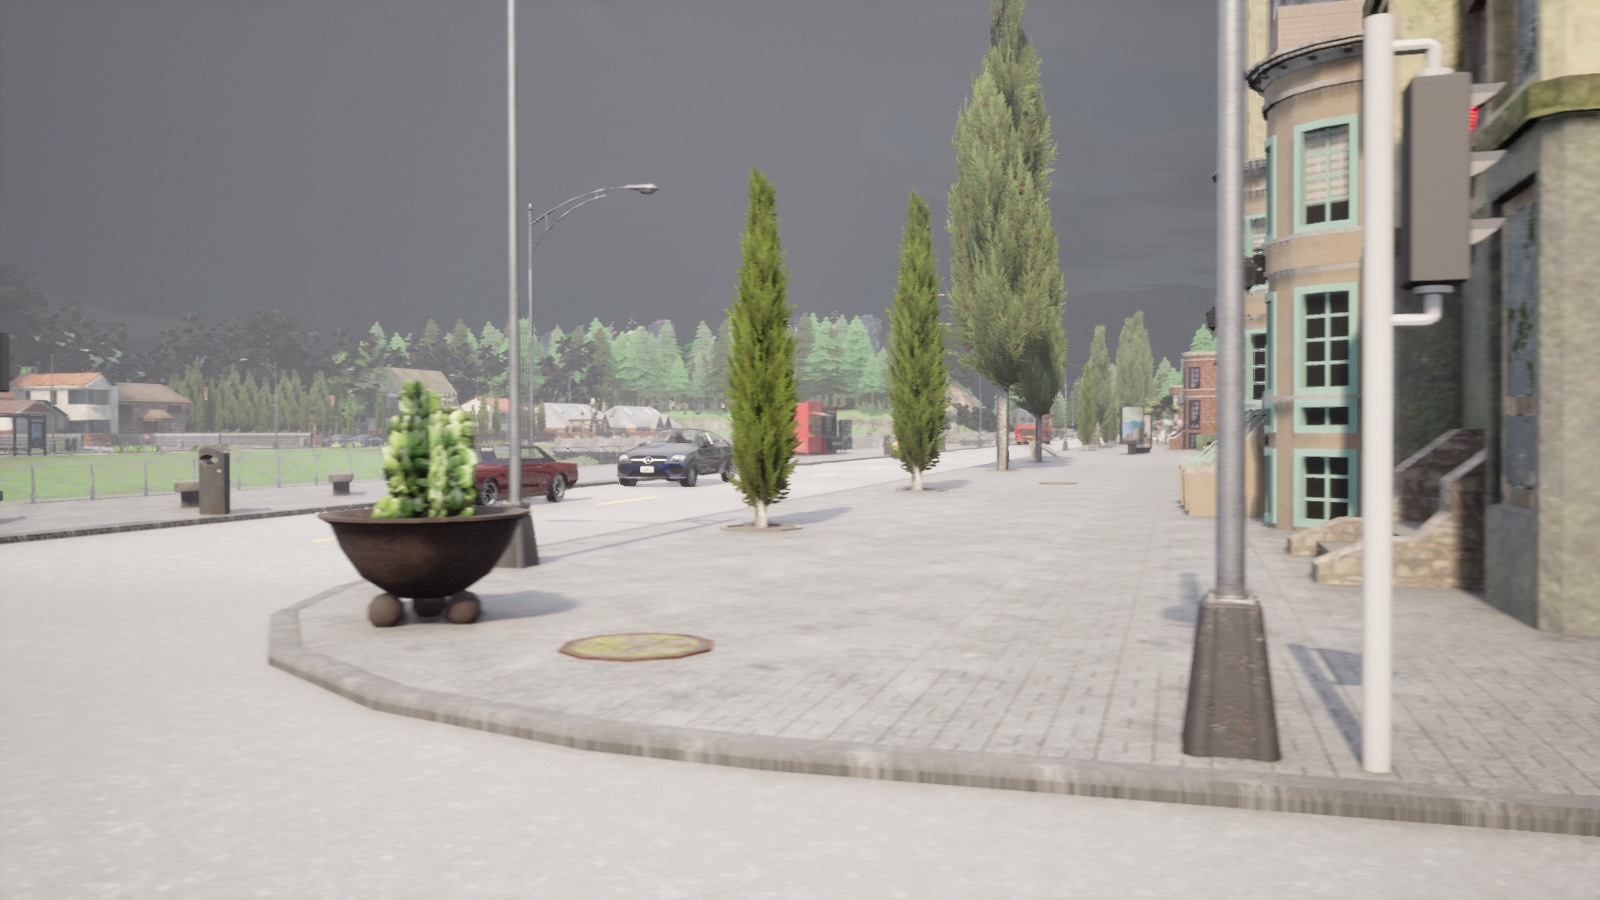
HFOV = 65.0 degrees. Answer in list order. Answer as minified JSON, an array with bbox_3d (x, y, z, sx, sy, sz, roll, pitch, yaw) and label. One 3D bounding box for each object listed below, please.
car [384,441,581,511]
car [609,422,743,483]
[{"bbox_3d":[-6.592,0.484,26.684,1.895,1.301,4.718,0,1,17],"label":"car"},{"bbox_3d":[-3.516,0.015,36.831,2.152,1.651,5.027,0,1,17],"label":"car"}]
